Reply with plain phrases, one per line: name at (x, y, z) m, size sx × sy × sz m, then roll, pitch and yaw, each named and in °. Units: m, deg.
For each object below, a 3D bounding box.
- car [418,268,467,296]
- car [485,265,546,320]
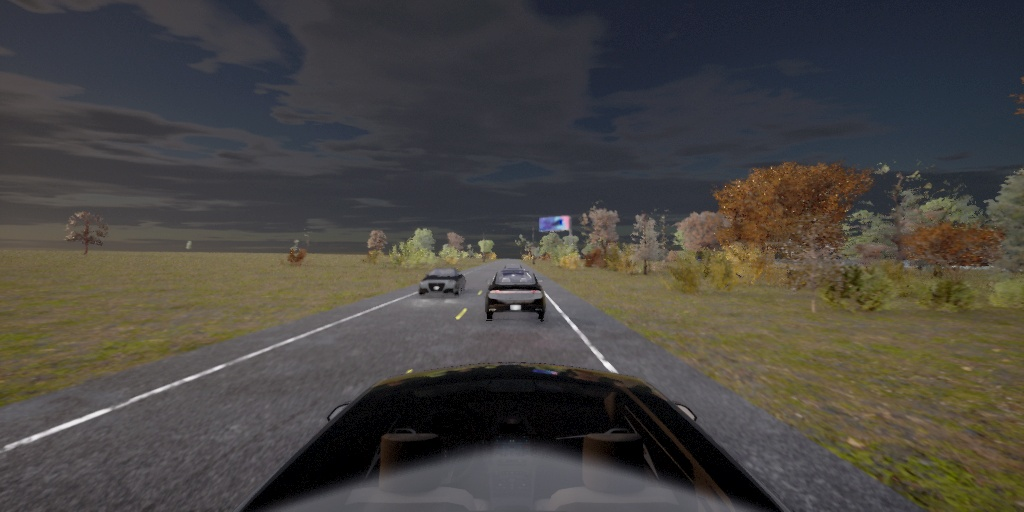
car at (-3.590, 1.320, 19.069) m, size 1.994 × 1.385 × 4.181 m, roll 0°, pitch 0°, yaw 0°
car at (0.105, 1.245, 12.569) m, size 2.128 × 1.511 × 4.902 m, roll 0°, pitch 0°, yaw 0°
